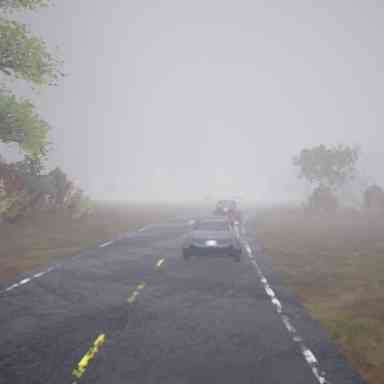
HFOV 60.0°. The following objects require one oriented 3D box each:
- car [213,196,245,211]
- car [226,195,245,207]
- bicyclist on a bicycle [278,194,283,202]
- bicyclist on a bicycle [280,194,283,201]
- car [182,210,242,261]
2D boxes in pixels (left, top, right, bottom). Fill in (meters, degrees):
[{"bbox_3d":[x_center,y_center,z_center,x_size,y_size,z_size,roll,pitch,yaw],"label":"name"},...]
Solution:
[{"bbox_3d":[2.923,1.372,26.898,2.097,1.767,4.553,0,0,11],"label":"car"},{"bbox_3d":[6.867,1.412,52.316,2.097,1.767,4.553,0,0,20],"label":"car"},{"bbox_3d":[21.076,1.582,80.821,0.582,1.620,1.656,0,0,19],"label":"bicyclist on a bicycle"},{"bbox_3d":[24.075,1.518,89.303,0.659,1.776,1.843,0,0,19],"label":"bicyclist on a bicycle"},{"bbox_3d":[0.803,1.569,12.402,1.994,1.385,4.181,0,0,6],"label":"car"}]
